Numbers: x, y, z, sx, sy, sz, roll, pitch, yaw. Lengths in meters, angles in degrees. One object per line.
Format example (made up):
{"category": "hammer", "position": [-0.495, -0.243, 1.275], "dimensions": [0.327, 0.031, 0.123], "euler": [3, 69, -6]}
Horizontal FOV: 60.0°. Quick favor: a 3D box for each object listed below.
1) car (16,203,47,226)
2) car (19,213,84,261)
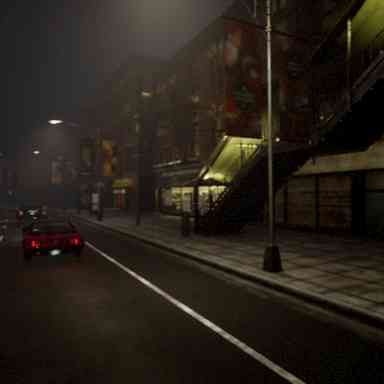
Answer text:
{"category": "car", "position": [-12.721, 1.617, 26.338], "dimensions": [2.097, 1.767, 4.553], "euler": [0, 0, -28]}
{"category": "car", "position": [-5.556, 1.725, 12.954], "dimensions": [1.895, 1.301, 4.718], "euler": [0, 0, -28]}
